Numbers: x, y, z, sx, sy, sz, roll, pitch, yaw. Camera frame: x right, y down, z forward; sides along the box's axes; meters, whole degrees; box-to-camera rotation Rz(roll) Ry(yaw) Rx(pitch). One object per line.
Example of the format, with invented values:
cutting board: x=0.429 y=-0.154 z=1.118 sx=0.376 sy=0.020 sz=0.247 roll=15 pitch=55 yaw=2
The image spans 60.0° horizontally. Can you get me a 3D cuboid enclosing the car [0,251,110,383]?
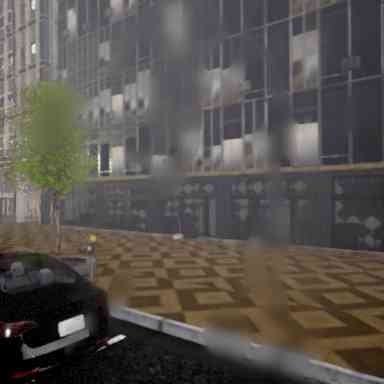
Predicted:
car: x=-3.090 y=1.603 z=5.083 sx=4.313 sy=1.339 sz=1.947 roll=0 pitch=0 yaw=36
